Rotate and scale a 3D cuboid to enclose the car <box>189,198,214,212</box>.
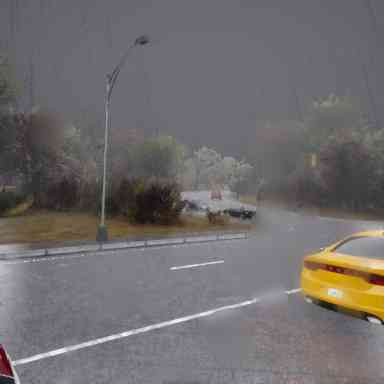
[{"bbox_3d":[0.928,1.868,45.708,2.128,1.511,4.902,2,1,-17],"label":"car"}]

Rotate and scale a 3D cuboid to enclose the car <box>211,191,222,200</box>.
[{"bbox_3d":[5.747,0.743,78.981,2.150,2.045,5.566,2,2,-1],"label":"car"}]

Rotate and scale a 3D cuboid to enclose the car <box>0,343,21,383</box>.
[{"bbox_3d":[-3.217,1.353,1.456,4.553,1.767,2.097,0,0,-35],"label":"car"}]

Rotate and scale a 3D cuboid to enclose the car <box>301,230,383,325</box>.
[{"bbox_3d":[4.374,1.543,6.873,5.008,1.535,1.882,1,-1,-35],"label":"car"}]

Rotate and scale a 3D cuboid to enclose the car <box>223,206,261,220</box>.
[{"bbox_3d":[5.122,2.148,34.311,1.895,1.301,4.718,3,-1,-22],"label":"car"}]
